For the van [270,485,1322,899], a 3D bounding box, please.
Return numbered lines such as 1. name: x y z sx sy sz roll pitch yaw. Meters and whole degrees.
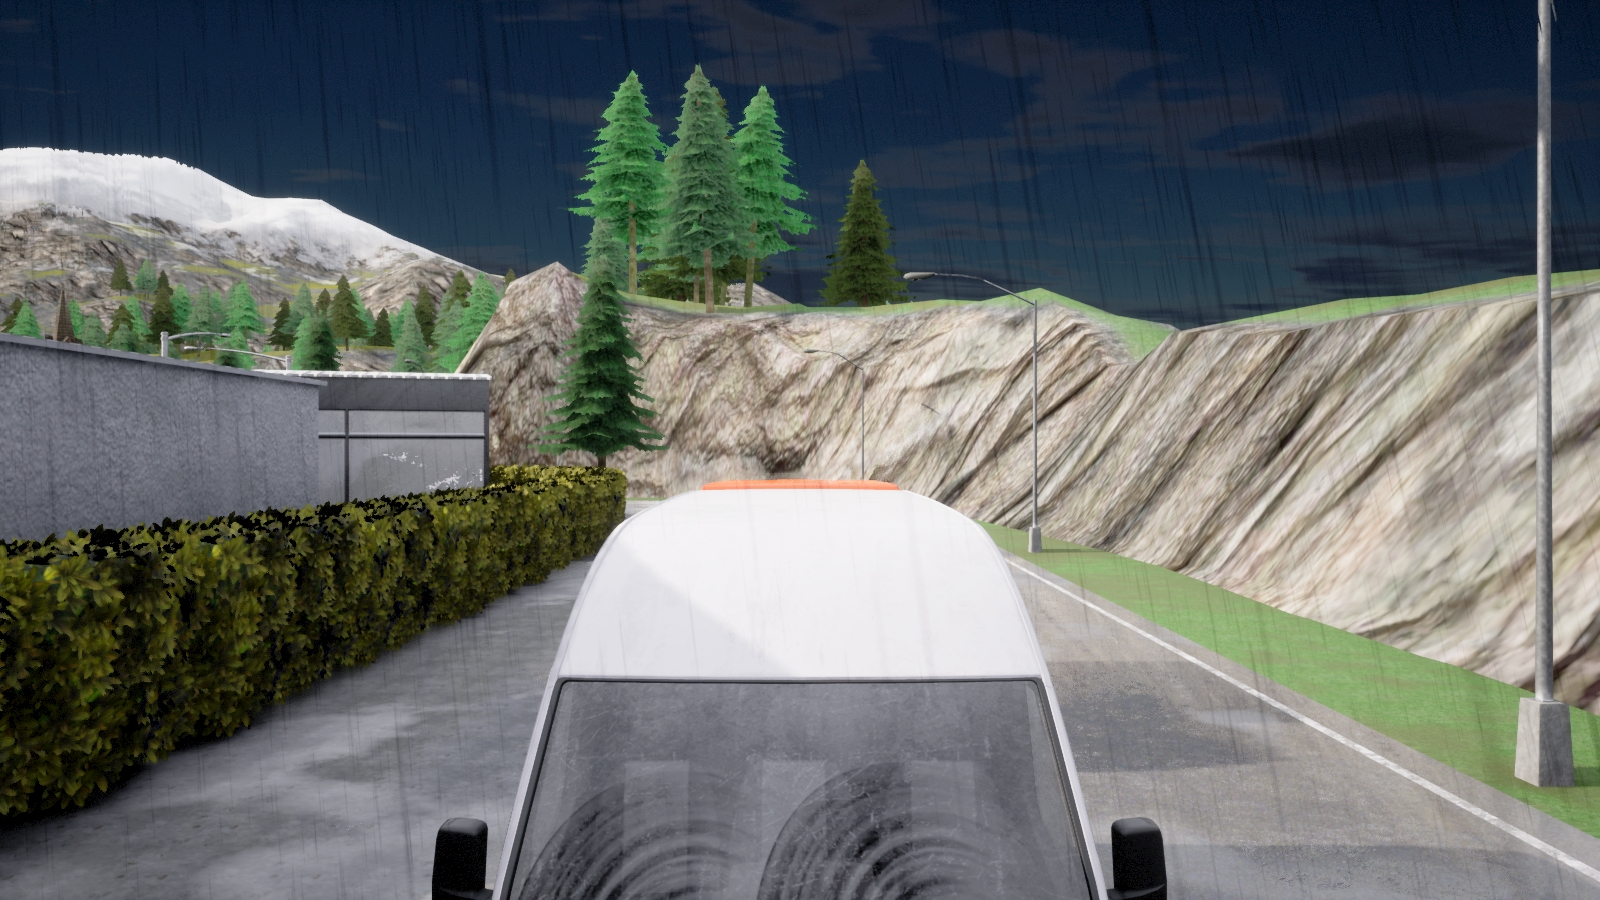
1. van: -0.011 1.530 5.116 1.988 2.561 5.915 0 0 0
